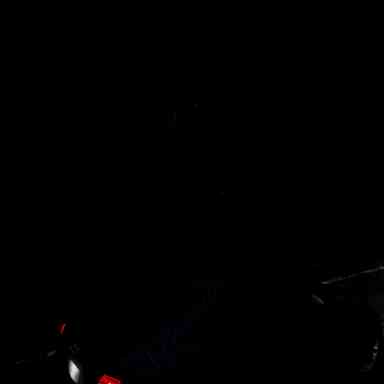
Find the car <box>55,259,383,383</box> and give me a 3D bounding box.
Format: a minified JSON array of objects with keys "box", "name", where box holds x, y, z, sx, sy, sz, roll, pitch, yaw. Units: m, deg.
[{"box":[0.570,1.583,4.152,4.181,1.385,1.994,0,0,-35],"name":"car"}]
